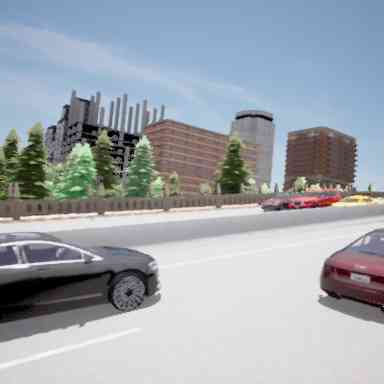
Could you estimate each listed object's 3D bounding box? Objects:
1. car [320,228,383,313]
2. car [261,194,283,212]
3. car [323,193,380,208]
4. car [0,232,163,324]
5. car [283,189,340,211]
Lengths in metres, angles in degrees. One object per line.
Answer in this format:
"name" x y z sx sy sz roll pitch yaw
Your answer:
"car" 4.609 1.461 7.046 4.181 1.385 1.994 -1 1 -35
"car" 8.717 0.950 31.708 4.553 1.767 2.097 -1 1 -35
"car" 12.792 1.075 26.018 5.008 1.535 1.882 -1 1 -35
"car" -2.886 1.481 6.024 4.902 1.511 2.128 0 0 -35
"car" 10.856 0.815 28.936 5.566 2.045 2.150 -2 1 -35
